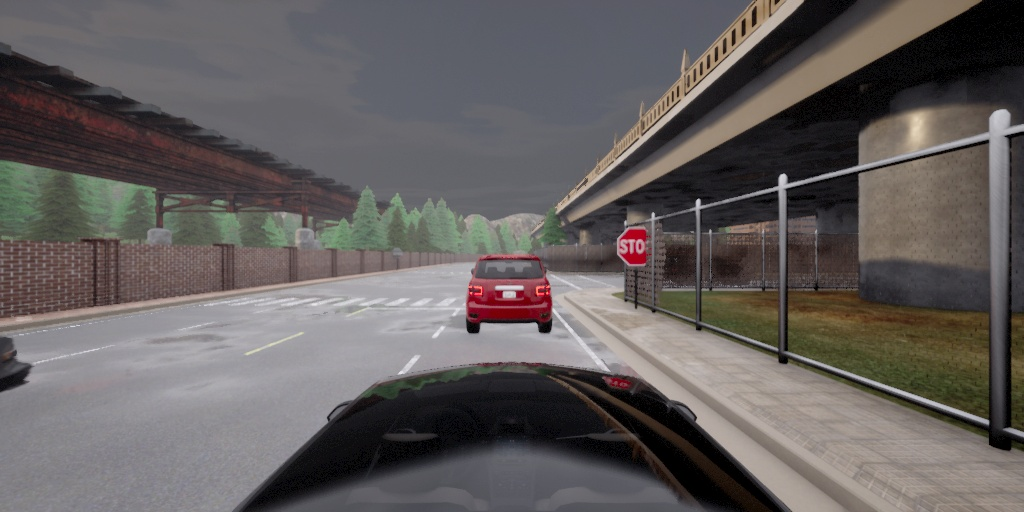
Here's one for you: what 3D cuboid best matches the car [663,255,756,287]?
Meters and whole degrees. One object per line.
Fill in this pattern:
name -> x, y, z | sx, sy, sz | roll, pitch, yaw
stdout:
car -> 13.035, 0.963, 23.850 | 5.566, 2.045, 2.150 | 0, 0, 3

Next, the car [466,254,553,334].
car -> -0.093, 0.968, 10.806 | 2.150, 2.045, 5.566 | 0, 0, -1

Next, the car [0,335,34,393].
car -> -7.132, 1.297, 2.165 | 2.033, 1.411, 5.357 | 0, 0, -1
